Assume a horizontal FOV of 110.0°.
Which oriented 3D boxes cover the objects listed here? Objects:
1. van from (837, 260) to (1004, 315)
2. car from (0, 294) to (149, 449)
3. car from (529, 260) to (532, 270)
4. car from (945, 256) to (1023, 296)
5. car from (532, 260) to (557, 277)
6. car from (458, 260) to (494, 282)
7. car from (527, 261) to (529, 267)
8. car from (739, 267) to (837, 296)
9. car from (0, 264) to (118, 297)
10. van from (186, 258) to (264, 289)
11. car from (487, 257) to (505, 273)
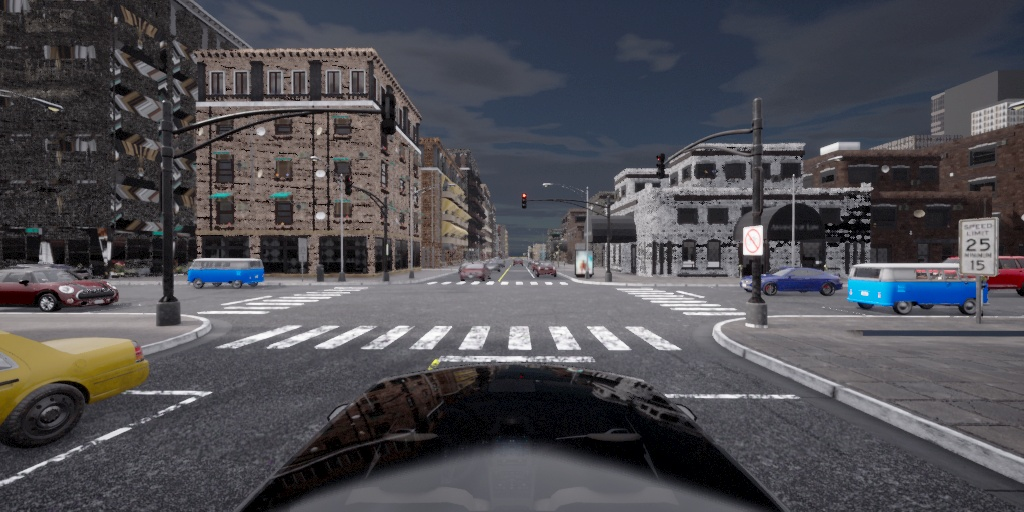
[{"bbox_3d":[14.849,1.156,13.198,3.998,1.789,1.690,0,0,1],"label":"van"},{"bbox_3d":[-5.681,1.275,2.609,1.751,1.417,4.829,0,0,1],"label":"car"},{"bbox_3d":[3.445,1.347,46.491,1.802,1.307,4.207,0,0,1],"label":"car"},{"bbox_3d":[24.350,1.019,18.891,5.566,2.045,2.150,0,0,0],"label":"car"},{"bbox_3d":[3.253,1.195,35.099,1.967,1.591,4.097,0,0,1],"label":"car"},{"bbox_3d":[-2.864,1.276,28.979,1.812,1.442,4.674,0,0,5],"label":"car"},{"bbox_3d":[3.542,1.321,52.187,2.007,1.370,4.403,0,0,1],"label":"car"},{"bbox_3d":[14.688,1.298,18.982,4.674,1.442,1.812,0,0,2],"label":"car"},{"bbox_3d":[-17.529,1.190,13.506,4.097,1.591,1.967,0,0,1],"label":"car"},{"bbox_3d":[-17.430,1.030,21.886,3.998,1.789,1.690,0,0,1],"label":"van"},{"bbox_3d":[-2.374,1.256,44.569,2.128,1.511,4.902,0,0,1],"label":"car"}]
